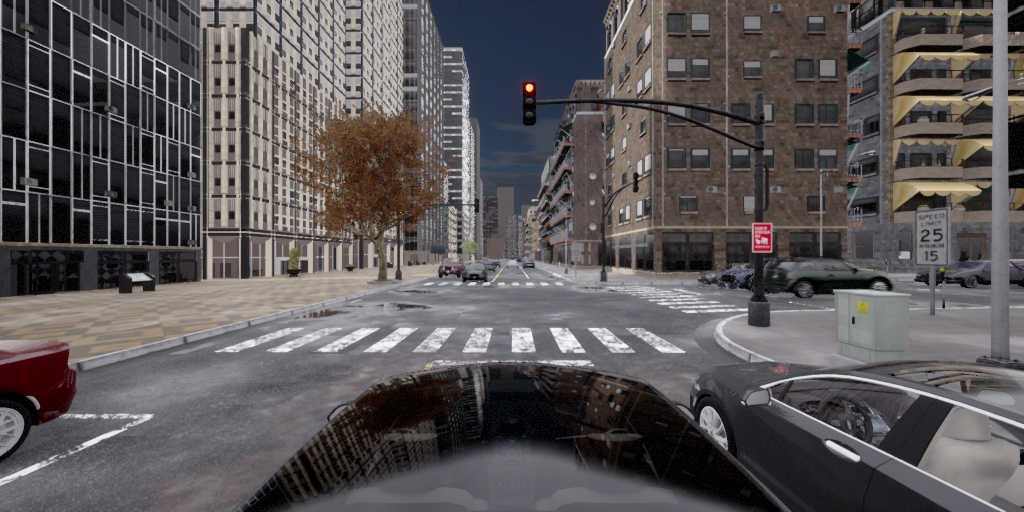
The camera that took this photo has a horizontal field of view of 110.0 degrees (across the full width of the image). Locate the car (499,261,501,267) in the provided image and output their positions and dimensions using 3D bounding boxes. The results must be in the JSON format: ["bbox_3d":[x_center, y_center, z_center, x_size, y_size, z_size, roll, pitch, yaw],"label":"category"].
[{"bbox_3d":[-3.029,1.341,65.285,2.033,1.411,5.357,0,0,0],"label":"car"}]

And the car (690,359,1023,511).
[{"bbox_3d":[2.688,1.300,2.031,2.007,1.370,4.403,0,0,0],"label":"car"}]

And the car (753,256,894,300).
[{"bbox_3d":[13.691,0.893,15.741,4.553,1.767,2.097,-1,0,1],"label":"car"}]

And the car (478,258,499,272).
[{"bbox_3d":[-3.098,1.336,45.041,1.994,1.385,4.181,0,0,0],"label":"car"}]

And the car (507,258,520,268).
[{"bbox_3d":[0.096,1.314,61.492,1.812,1.442,4.674,0,0,0],"label":"car"}]

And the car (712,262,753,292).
[{"bbox_3d":[13.521,0.896,18.884,4.553,1.767,2.097,-1,0,0],"label":"car"}]

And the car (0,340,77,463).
[{"bbox_3d":[-5.692,1.295,2.030,1.888,1.381,4.507,0,0,0],"label":"car"}]

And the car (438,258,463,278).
[{"bbox_3d":[-5.695,1.078,34.418,2.192,1.841,5.009,0,0,0],"label":"car"}]

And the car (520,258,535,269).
[{"bbox_3d":[2.685,1.348,56.509,1.948,1.339,4.313,0,0,0],"label":"car"}]

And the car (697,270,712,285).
[{"bbox_3d":[13.433,1.095,21.448,4.403,1.370,2.007,0,0,-1],"label":"car"}]

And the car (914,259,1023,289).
[{"bbox_3d":[24.776,0.935,18.975,5.357,1.411,2.033,-1,0,-1],"label":"car"}]

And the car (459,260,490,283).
[{"bbox_3d":[-2.822,1.263,27.791,1.837,1.490,4.892,0,0,-4],"label":"car"}]
